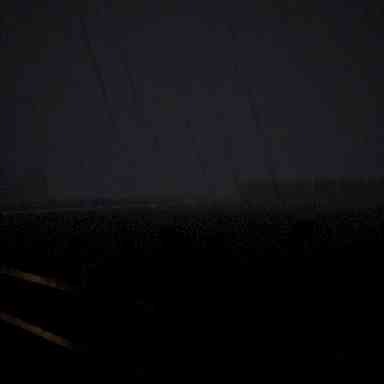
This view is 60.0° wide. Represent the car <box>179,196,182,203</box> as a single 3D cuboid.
[{"bbox_3d":[-3.912,1.266,62.832,2.097,1.767,4.553,-1,0,34],"label":"car"}]

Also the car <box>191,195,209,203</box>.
[{"bbox_3d":[1.642,1.350,66.057,1.837,1.490,4.892,-1,0,34],"label":"car"}]

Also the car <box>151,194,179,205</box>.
[{"bbox_3d":[-4.879,1.404,56.501,1.837,1.490,4.892,-1,-1,35],"label":"car"}]

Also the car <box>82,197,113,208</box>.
[{"bbox_3d":[-13.783,1.463,48.627,1.882,1.535,5.008,-1,0,35],"label":"car"}]
